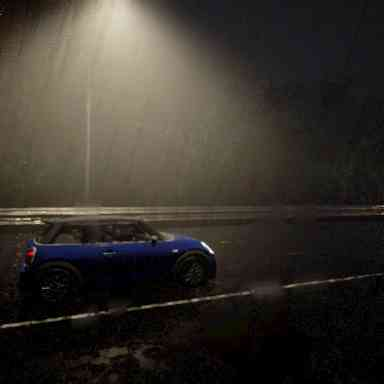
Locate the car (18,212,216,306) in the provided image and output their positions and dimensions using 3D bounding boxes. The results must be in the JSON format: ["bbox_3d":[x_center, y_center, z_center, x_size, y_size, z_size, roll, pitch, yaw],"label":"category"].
[{"bbox_3d":[-1.658,1.356,8.108,4.553,1.767,2.097,1,0,-25],"label":"car"}]
